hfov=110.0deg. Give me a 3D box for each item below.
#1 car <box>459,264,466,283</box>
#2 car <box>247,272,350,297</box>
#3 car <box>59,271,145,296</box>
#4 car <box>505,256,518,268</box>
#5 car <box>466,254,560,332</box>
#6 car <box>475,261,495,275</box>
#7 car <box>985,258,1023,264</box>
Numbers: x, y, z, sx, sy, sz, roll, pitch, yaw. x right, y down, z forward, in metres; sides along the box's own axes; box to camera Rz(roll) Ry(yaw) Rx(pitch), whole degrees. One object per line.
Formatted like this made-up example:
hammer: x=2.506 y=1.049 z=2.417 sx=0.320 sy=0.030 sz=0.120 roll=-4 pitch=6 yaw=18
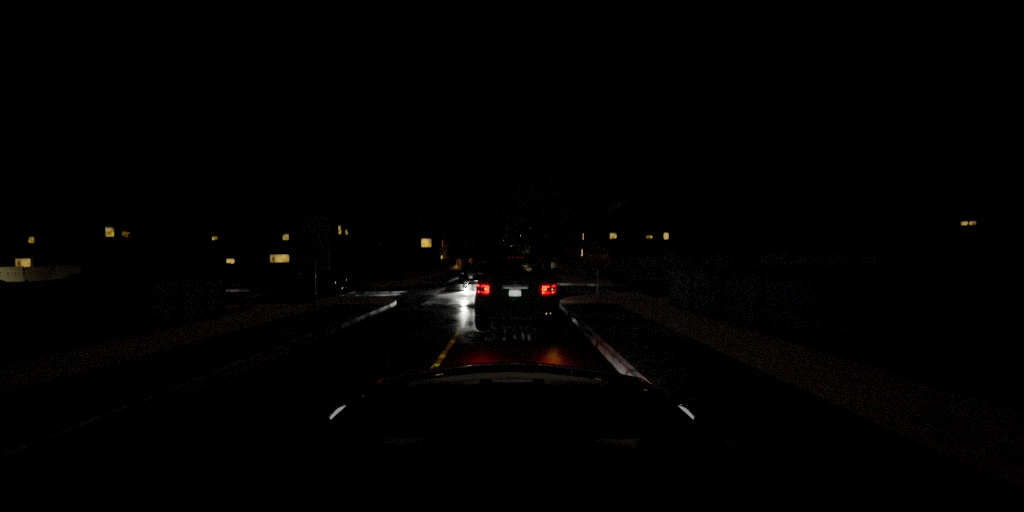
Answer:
car: x=-2.895 y=1.229 z=27.520 sx=2.128 sy=1.511 sz=4.902 roll=0 pitch=0 yaw=0
car: x=-11.691 y=1.526 z=19.942 sx=4.718 sy=1.301 sz=1.895 roll=-1 pitch=2 yaw=-3
car: x=-22.135 y=1.584 z=19.731 sx=4.892 sy=1.490 sz=1.837 roll=-1 pitch=2 yaw=-1
car: x=-0.105 y=1.006 z=60.903 sx=2.150 sy=2.045 sz=5.566 roll=0 pitch=0 yaw=0
car: x=0.264 y=0.961 z=11.022 sx=2.150 sy=2.045 sz=5.566 roll=0 pitch=0 yaw=4
car: x=-2.916 y=1.274 z=39.066 sx=1.812 sy=1.442 sz=4.674 roll=0 pitch=0 yaw=0
car: x=29.163 y=0.860 z=20.220 sx=5.008 sy=1.535 sz=1.882 roll=-1 pitch=2 yaw=0
